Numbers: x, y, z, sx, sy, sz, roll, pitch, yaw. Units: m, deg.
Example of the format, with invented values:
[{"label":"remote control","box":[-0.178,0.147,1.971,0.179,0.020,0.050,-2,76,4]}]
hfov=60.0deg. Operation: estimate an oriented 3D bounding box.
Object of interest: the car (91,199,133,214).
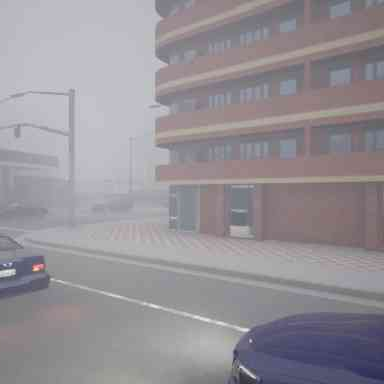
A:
[{"label":"car","box":[-8.733,1.478,36.474,1.882,1.535,5.008,0,0,34]}]

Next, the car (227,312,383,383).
[{"label":"car","box":[2.476,1.526,2.225,4.674,1.442,1.812,0,0,35]}]

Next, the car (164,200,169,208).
[{"label":"car","box":[-1.927,1.351,46.449,2.097,1.767,4.553,0,0,35]}]

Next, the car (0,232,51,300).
[{"label":"car","box":[-5.380,1.547,7.717,5.357,1.411,2.033,0,0,38]}]

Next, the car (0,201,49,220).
[{"label":"car","box":[-14.478,1.526,28.007,1.812,1.442,4.674,0,0,34]}]
